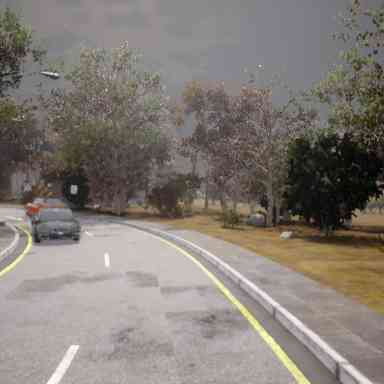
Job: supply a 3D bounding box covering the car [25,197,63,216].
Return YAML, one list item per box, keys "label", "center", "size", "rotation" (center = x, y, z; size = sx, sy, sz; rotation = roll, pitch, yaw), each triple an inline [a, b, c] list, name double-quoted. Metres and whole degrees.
- label: "car"
  center: [-12.710, 1.208, 28.774]
  size: [4.553, 1.767, 2.097]
  rotation: [2, 1, 45]

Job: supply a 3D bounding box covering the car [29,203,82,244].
- label: "car"
  center: [-6.569, 1.477, 15.950]
  size: [1.837, 1.490, 4.892]
  rotation: [1, 0, -28]
